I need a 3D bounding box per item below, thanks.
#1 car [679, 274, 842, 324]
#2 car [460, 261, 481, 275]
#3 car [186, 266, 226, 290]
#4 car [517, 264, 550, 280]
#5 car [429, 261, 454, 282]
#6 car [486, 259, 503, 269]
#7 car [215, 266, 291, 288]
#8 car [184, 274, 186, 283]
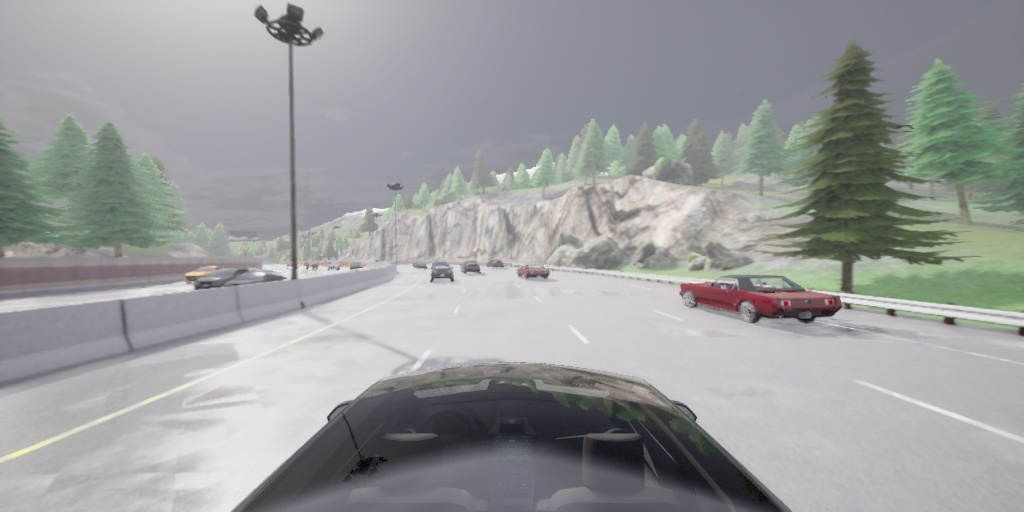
[{"bbox_3d":[7.340,1.231,11.383,1.895,1.301,4.718,-1,0,-4],"label":"car"},{"bbox_3d":[-4.903,1.345,41.932,1.837,1.490,4.892,0,0,-15],"label":"car"},{"bbox_3d":[-19.366,1.583,24.617,1.837,1.490,4.892,-1,0,-9],"label":"car"},{"bbox_3d":[1.700,1.329,30.755,1.895,1.301,4.718,-1,0,-11],"label":"car"},{"bbox_3d":[-5.999,1.382,30.796,1.812,1.442,4.674,-1,0,-11],"label":"car"},{"bbox_3d":[-2.895,1.316,59.346,1.837,1.490,4.892,1,-1,-21],"label":"car"},{"bbox_3d":[-15.449,1.576,21.893,1.994,1.385,4.181,-1,0,-8],"label":"car"},{"bbox_3d":[-28.250,1.705,33.497,1.882,1.535,5.008,-1,0,-13],"label":"car"}]
